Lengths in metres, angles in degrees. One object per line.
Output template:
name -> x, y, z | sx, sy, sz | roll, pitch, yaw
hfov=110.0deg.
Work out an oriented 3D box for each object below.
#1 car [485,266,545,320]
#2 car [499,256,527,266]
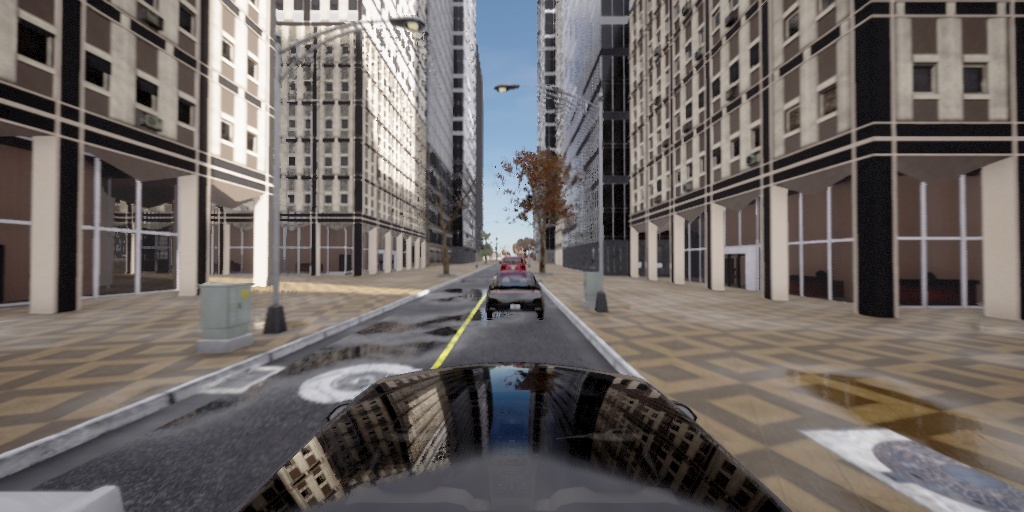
car -> 0.094, 1.265, 12.811 | 2.128, 1.511, 4.902 | 0, 0, 0
car -> 0.089, 1.033, 30.822 | 2.150, 2.045, 5.566 | 0, 0, 0
